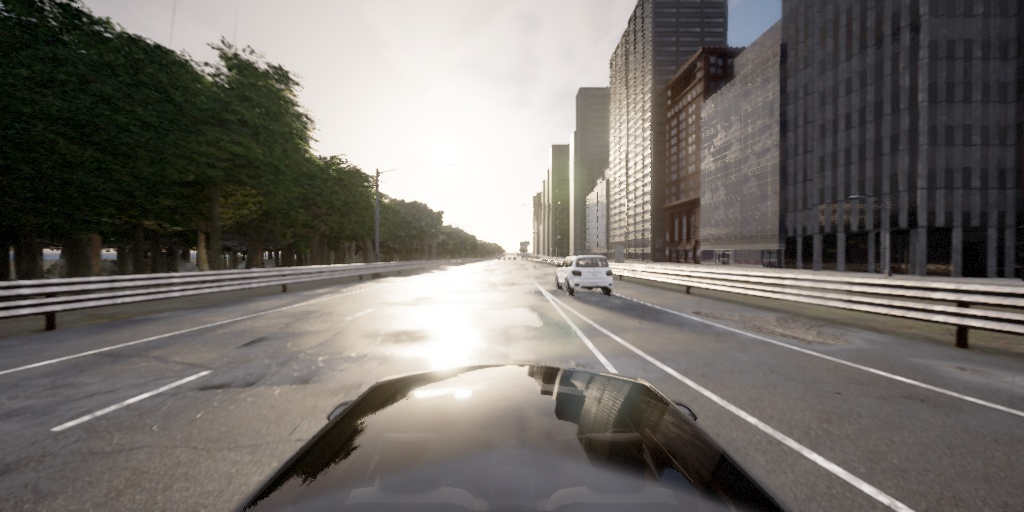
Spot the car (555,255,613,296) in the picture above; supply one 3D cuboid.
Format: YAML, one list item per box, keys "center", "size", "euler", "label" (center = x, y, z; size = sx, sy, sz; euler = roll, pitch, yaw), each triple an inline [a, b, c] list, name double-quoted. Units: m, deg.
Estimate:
- center: [3.783, 0.983, 19.544]
  size: [2.150, 2.045, 5.566]
  euler: [0, 0, -2]
  label: "car"
